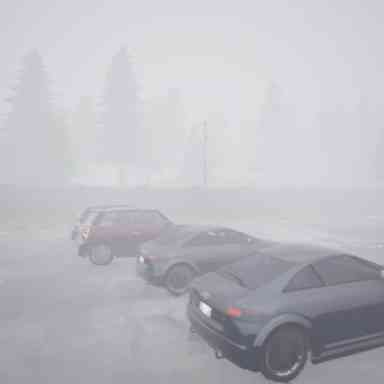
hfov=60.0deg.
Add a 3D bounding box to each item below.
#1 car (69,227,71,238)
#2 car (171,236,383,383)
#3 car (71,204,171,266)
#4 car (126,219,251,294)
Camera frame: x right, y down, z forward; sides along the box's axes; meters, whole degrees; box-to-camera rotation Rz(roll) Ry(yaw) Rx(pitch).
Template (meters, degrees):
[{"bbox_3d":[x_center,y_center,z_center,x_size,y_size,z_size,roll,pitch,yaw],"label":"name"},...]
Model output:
[{"bbox_3d":[-2.948,1.286,14.569,4.553,1.767,2.097,0,0,-23],"label":"car"},{"bbox_3d":[2.019,1.541,5.272,4.181,1.385,1.994,0,0,-23],"label":"car"},{"bbox_3d":[-1.579,1.301,11.348,4.553,1.767,2.097,0,0,-23],"label":"car"},{"bbox_3d":[0.671,1.527,8.501,4.181,1.385,1.994,0,0,-23],"label":"car"}]
